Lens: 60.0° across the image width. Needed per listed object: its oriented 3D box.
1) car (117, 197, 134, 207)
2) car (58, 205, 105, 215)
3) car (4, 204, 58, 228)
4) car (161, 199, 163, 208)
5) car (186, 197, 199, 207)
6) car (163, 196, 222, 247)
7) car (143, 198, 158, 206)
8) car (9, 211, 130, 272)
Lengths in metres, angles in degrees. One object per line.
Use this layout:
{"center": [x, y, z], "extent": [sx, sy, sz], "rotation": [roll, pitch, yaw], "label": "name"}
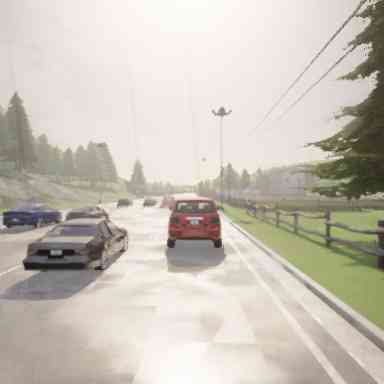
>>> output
{"center": [-10.385, 1.574, 52.058], "extent": [1.837, 1.490, 4.892], "rotation": [0, 0, 0], "label": "car"}
{"center": [-6.893, 1.555, 22.106], "extent": [1.812, 1.442, 4.674], "rotation": [0, 0, 0], "label": "car"}
{"center": [-10.393, 1.507, 22.045], "extent": [1.882, 1.535, 5.008], "rotation": [0, 0, 0], "label": "car"}
{"center": [-3.385, 1.418, 49.701], "extent": [2.097, 1.767, 4.553], "rotation": [0, 0, 0], "label": "car"}
{"center": [0.115, 1.548, 52.459], "extent": [1.882, 1.535, 5.008], "rotation": [0, 0, 0], "label": "car"}
{"center": [0.105, 1.243, 15.199], "extent": [2.150, 2.045, 5.566], "rotation": [0, 0, 0], "label": "car"}
{"center": [-6.884, 1.638, 55.394], "extent": [1.994, 1.385, 4.181], "rotation": [0, 0, 0], "label": "car"}
{"center": [-3.395, 1.562, 10.817], "extent": [2.033, 1.411, 5.357], "rotation": [0, 0, 0], "label": "car"}
